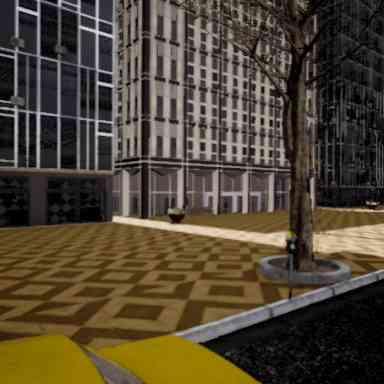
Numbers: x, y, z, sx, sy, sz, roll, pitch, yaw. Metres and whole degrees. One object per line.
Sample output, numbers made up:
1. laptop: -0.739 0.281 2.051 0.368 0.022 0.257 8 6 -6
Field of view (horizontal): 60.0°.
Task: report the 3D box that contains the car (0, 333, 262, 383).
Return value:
1. car: -1.567 1.494 1.349 4.829 1.417 1.752 0 1 -37
